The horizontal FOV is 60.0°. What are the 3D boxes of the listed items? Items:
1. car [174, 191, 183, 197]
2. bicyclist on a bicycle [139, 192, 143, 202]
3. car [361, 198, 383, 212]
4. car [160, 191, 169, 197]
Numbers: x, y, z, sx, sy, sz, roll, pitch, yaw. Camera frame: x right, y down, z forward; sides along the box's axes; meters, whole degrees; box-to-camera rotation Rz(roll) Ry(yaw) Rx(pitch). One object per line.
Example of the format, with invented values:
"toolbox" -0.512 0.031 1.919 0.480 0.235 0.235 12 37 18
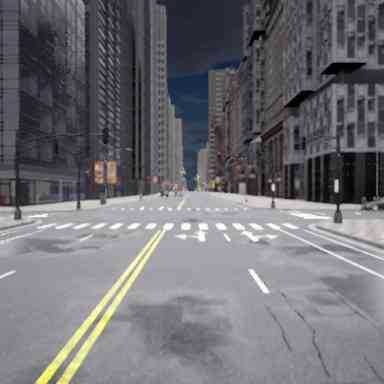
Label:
"car" -3.234 0.490 79.536 2.128 1.511 4.902 0 0 0
"bicyclist on a bicycle" -8.731 0.895 56.828 0.659 1.776 1.843 0 0 0
"car" 19.132 1.226 33.064 4.403 1.369 2.008 0 1 0
"car" -6.484 0.443 79.536 1.882 1.535 5.008 0 0 0
